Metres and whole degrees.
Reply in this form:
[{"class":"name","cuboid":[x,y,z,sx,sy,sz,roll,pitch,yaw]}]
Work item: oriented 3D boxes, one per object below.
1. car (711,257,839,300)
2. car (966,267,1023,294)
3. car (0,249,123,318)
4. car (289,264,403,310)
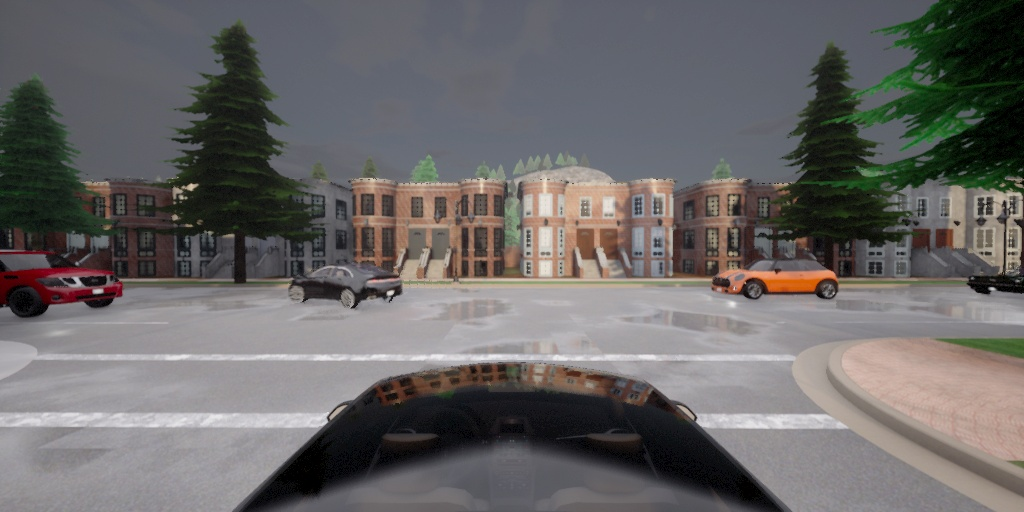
[{"class":"car","cuboid":[11.204,0.871,15.524,4.553,1.767,2.097,0,1,0]},{"class":"car","cuboid":[23.083,1.119,15.592,4.718,1.301,1.895,0,1,0]},{"class":"car","cuboid":[-16.269,0.799,11.667,5.566,2.045,2.150,0,1,-1]},{"class":"car","cuboid":[-6.373,1.048,13.589,4.902,1.511,2.128,1,1,28]}]
